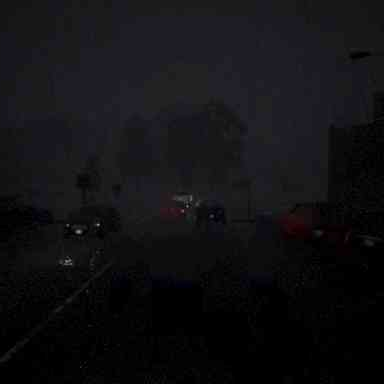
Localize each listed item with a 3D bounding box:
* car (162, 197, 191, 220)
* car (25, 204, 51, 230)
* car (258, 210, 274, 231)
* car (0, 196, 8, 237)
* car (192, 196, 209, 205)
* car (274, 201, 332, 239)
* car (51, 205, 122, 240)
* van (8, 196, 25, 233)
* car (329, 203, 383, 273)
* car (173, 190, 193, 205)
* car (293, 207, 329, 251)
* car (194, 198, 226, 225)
[{"bbox_3d":[-1.332,1.409,26.586,2.033,1.411,5.357,0,0,0],"label":"car"},{"bbox_3d":[-10.617,1.405,19.106,5.008,1.535,2.097,-1,1,-18],"label":"car"},{"bbox_3d":[6.337,1.405,17.789,4.792,1.488,2.163,1,1,-20],"label":"car"},{"bbox_3d":[-10.778,1.184,13.124,5.566,2.045,2.435,-1,0,-18],"label":"car"},{"bbox_3d":[1.256,1.185,36.513,1.812,1.442,4.674,0,2,1],"label":"car"},{"bbox_3d":[6.348,1.265,14.843,4.553,1.767,2.185,1,0,-20],"label":"car"},{"bbox_3d":[-4.784,1.407,16.566,2.128,1.511,4.902,0,0,1],"label":"car"},{"bbox_3d":[-10.824,1.196,16.069,4.442,1.987,1.878,-1,1,-18],"label":"van"},{"bbox_3d":[6.370,1.297,8.943,4.553,1.767,2.185,1,0,-20],"label":"car"},{"bbox_3d":[-1.098,0.701,40.564,2.150,2.045,5.566,0,3,5],"label":"car"},{"bbox_3d":[6.415,1.437,11.913,4.792,1.488,2.163,1,0,-20],"label":"car"},{"bbox_3d":[1.214,1.359,22.825,1.882,1.535,5.008,0,0,0],"label":"car"}]
